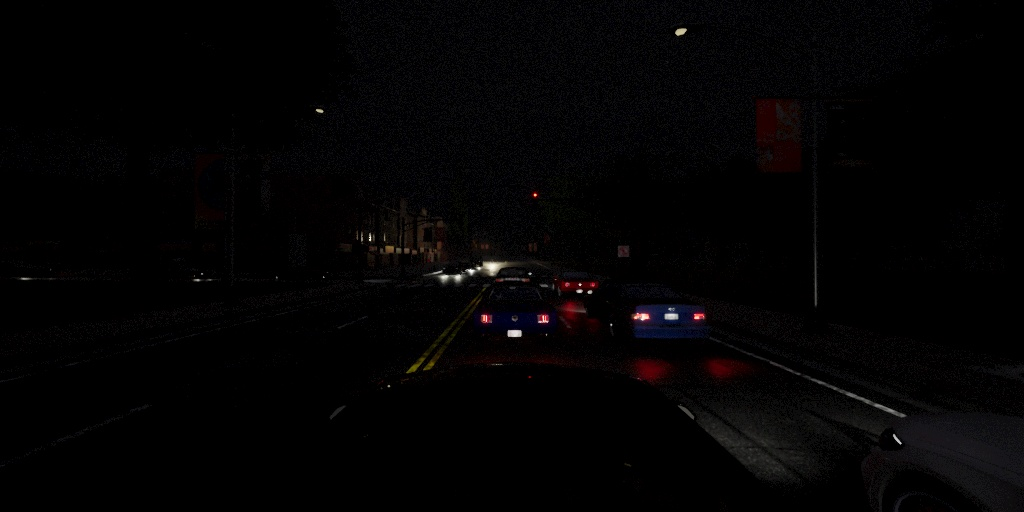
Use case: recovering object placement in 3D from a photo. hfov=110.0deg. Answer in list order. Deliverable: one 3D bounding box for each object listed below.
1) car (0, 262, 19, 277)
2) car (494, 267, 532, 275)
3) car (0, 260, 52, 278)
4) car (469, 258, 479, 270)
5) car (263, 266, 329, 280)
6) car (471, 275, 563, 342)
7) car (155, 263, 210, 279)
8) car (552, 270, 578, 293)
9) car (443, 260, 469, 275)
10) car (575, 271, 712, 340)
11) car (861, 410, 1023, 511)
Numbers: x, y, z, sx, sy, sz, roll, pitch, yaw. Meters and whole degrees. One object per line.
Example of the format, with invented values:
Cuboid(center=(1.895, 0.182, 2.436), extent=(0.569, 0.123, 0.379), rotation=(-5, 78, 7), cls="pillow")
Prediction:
Cuboid(center=(-49.238, 1.240, 33.184), extent=(4.718, 1.301, 1.895), rotation=(0, 0, 1), cls="car")
Cuboid(center=(0.047, 1.313, 19.194), extent=(1.882, 1.535, 5.008), rotation=(0, 0, 0), cls="car")
Cuboid(center=(-42.071, 1.132, 30.297), extent=(5.008, 1.535, 1.882), rotation=(0, 0, 0), cls="car")
Cuboid(center=(-6.603, 1.364, 54.422), extent=(1.994, 1.385, 4.181), rotation=(0, 0, 0), cls="car")
Cuboid(center=(-18.094, 1.449, 30.270), extent=(4.718, 1.301, 1.895), rotation=(1, 0, 0), cls="car")
Cuboid(center=(0.079, 1.374, 9.854), extent=(1.895, 1.301, 4.718), rotation=(0, 0, 0), cls="car")
Cuboid(center=(-28.160, 1.318, 30.267), extent=(4.181, 1.385, 1.994), rotation=(1, 0, 0), cls="car")
Cuboid(center=(3.298, 1.439, 19.622), extent=(1.895, 1.301, 4.718), rotation=(0, 0, 0), cls="car")
Cuboid(center=(-6.777, 1.349, 42.535), extent=(1.882, 1.535, 5.008), rotation=(0, 0, 4), cls="car")
Cuboid(center=(3.329, 1.321, 9.979), extent=(2.033, 1.411, 5.357), rotation=(0, 0, 0), cls="car")
Cuboid(center=(3.344, 1.275, 0.503), extent=(1.812, 1.442, 4.674), rotation=(0, 0, 0), cls="car")
